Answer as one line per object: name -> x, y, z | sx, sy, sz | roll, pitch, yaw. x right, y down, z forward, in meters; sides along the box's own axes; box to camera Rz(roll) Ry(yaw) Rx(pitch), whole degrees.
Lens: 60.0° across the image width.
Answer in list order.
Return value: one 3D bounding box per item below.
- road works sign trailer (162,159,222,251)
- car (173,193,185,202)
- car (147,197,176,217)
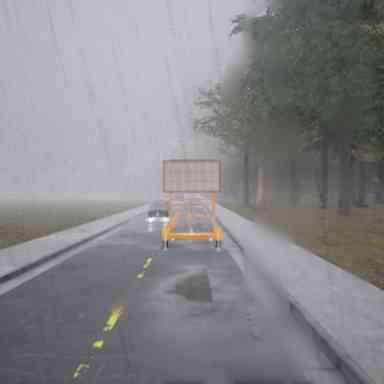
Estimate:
road works sign trailer -> -0.002, 0.419, 13.940 | 2.380, 3.560, 2.880 | 0, 0, 0
car -> -2.766, 0.990, 71.368 | 2.150, 2.045, 5.566 | 0, 0, 0
car -> -2.855, 1.449, 30.300 | 2.033, 1.411, 5.357 | 0, 0, 0
